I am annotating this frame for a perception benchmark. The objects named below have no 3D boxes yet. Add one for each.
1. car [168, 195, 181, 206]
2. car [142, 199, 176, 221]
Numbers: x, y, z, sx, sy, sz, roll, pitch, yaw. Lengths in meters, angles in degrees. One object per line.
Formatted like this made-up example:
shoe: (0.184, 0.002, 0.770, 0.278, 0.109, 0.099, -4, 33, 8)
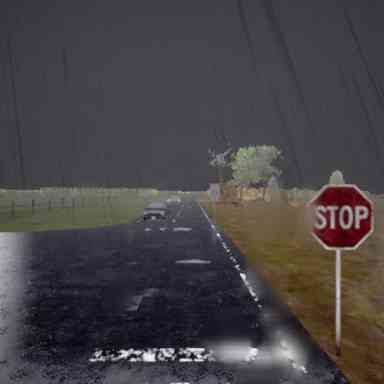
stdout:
car: (-2.779, 1.318, 53.153, 2.097, 1.767, 4.553, 0, 0, 0)
car: (-2.786, 1.547, 27.431, 2.033, 1.411, 5.357, 0, 0, 2)
